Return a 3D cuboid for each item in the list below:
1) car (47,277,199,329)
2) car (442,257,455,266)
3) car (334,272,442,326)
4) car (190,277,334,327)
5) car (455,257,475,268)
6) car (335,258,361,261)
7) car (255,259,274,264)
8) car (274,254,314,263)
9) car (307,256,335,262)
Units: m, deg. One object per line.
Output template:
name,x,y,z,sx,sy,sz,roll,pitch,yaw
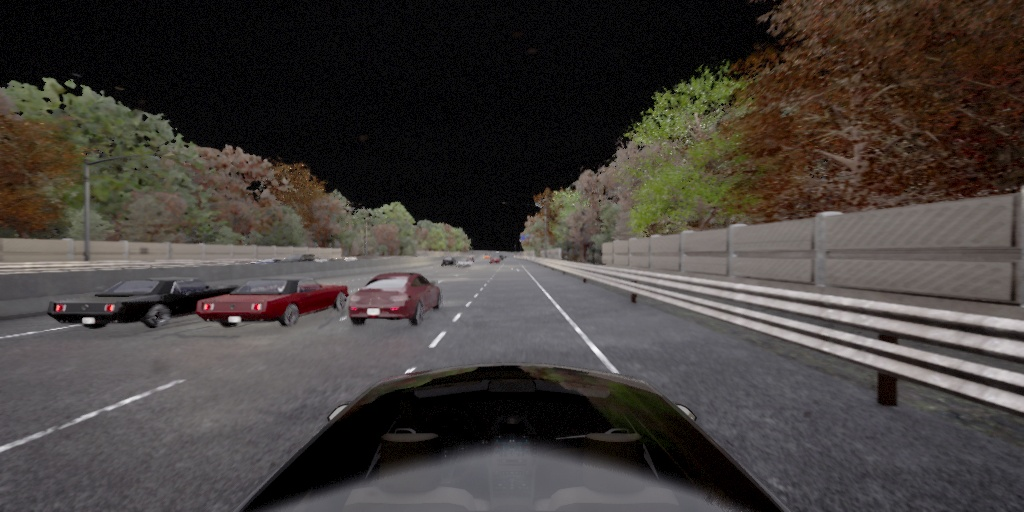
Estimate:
car,-10.498,1.305,11.115,1.895,1.301,4.718,0,0,0
car,-10.479,0.948,60.352,1.882,1.535,5.008,0,0,0
car,-3.500,1.230,11.364,1.812,1.442,4.674,0,0,0
car,-6.995,1.305,11.273,1.895,1.301,4.718,0,0,0
car,-6.987,1.099,54.414,1.895,1.301,4.718,0,0,0
car,-21.031,1.056,47.521,1.812,1.442,4.674,0,0,1
car,-31.521,1.059,46.846,1.812,1.442,4.674,0,0,1
car,-28.022,0.748,47.166,2.150,2.045,5.566,0,0,1
car,-24.526,1.057,47.469,1.812,1.442,4.674,0,0,1
